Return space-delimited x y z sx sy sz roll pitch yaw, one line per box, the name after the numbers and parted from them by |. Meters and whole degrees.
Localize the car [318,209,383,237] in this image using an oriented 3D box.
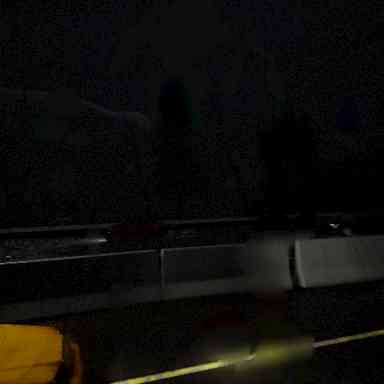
10.132 1.854 20.239 5.008 1.535 1.882 -2 -2 -13 | car

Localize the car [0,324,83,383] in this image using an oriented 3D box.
-3.713 1.702 2.712 5.366 1.575 1.801 -1 -2 -20 | car

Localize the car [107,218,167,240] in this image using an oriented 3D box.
-3.857 2.555 23.517 4.181 1.385 1.994 -1 -2 -18 | car
